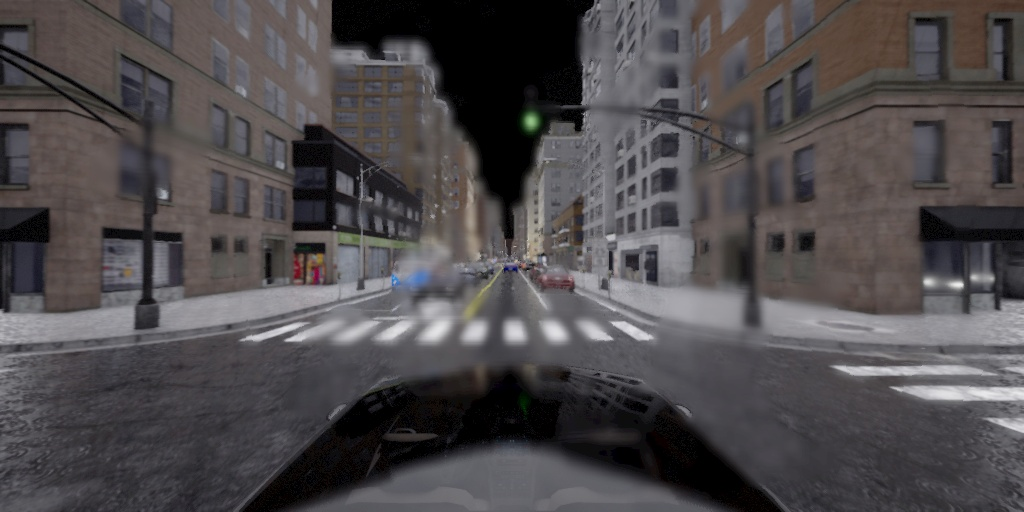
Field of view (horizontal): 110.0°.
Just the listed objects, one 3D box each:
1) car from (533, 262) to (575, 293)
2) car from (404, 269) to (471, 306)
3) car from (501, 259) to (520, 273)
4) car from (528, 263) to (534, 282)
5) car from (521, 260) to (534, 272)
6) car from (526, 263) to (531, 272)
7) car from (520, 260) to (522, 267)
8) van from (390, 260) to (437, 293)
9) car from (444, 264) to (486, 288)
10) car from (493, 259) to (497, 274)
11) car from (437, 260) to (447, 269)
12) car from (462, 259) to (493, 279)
[{"bbox_3d":[2.558,1.323,21.666,1.967,1.591,4.097,0,0,0],"label":"car"},{"bbox_3d":[-3.188,1.451,16.398,1.895,1.301,4.718,0,0,0],"label":"car"},{"bbox_3d":[-0.194,1.544,49.078,1.882,1.535,5.008,0,0,0],"label":"car"},{"bbox_3d":[2.521,1.486,27.191,1.948,1.339,4.313,0,0,0],"label":"car"},{"bbox_3d":[2.816,1.604,54.237,1.837,1.490,4.892,0,0,0],"label":"car"},{"bbox_3d":[2.484,1.539,32.716,1.802,1.307,4.207,0,0,0],"label":"car"},{"bbox_3d":[2.737,1.499,61.208,2.097,1.767,4.553,0,0,0],"label":"car"},{"bbox_3d":[-5.968,1.227,21.604,1.690,1.789,3.998,0,0,0],"label":"van"},{"bbox_3d":[-3.228,1.475,25.487,1.994,1.385,4.181,0,0,1],"label":"car"},{"bbox_3d":[-3.330,1.393,45.120,2.097,1.767,4.553,0,0,0],"label":"car"},{"bbox_3d":[-6.005,1.237,27.127,2.192,1.841,5.009,0,0,0],"label":"car"},{"bbox_3d":[-3.297,1.327,35.130,2.097,1.767,4.553,0,0,0],"label":"car"}]
